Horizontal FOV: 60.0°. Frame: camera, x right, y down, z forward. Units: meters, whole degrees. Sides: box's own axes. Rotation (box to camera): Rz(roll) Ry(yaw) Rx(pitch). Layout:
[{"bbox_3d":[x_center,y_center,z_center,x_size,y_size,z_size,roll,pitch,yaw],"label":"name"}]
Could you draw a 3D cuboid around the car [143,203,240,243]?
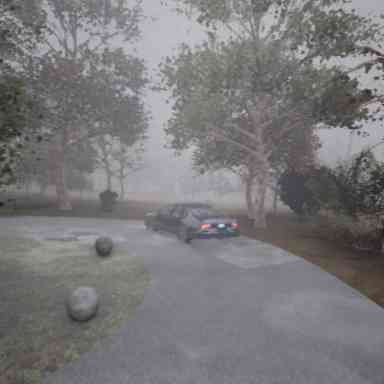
[{"bbox_3d":[-0.249,1.149,13.990,2.033,1.411,5.357,0,2,-31],"label":"car"}]
